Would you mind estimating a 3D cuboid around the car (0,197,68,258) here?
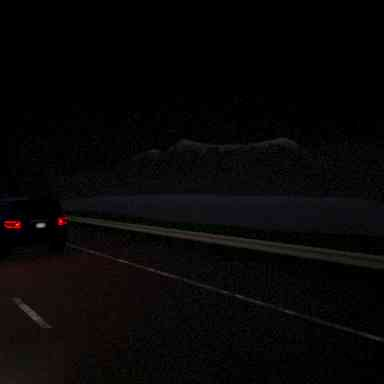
[{"bbox_3d":[-6.837,1.220,13.206,2.150,2.045,5.566,-1,1,-41],"label":"car"}]
